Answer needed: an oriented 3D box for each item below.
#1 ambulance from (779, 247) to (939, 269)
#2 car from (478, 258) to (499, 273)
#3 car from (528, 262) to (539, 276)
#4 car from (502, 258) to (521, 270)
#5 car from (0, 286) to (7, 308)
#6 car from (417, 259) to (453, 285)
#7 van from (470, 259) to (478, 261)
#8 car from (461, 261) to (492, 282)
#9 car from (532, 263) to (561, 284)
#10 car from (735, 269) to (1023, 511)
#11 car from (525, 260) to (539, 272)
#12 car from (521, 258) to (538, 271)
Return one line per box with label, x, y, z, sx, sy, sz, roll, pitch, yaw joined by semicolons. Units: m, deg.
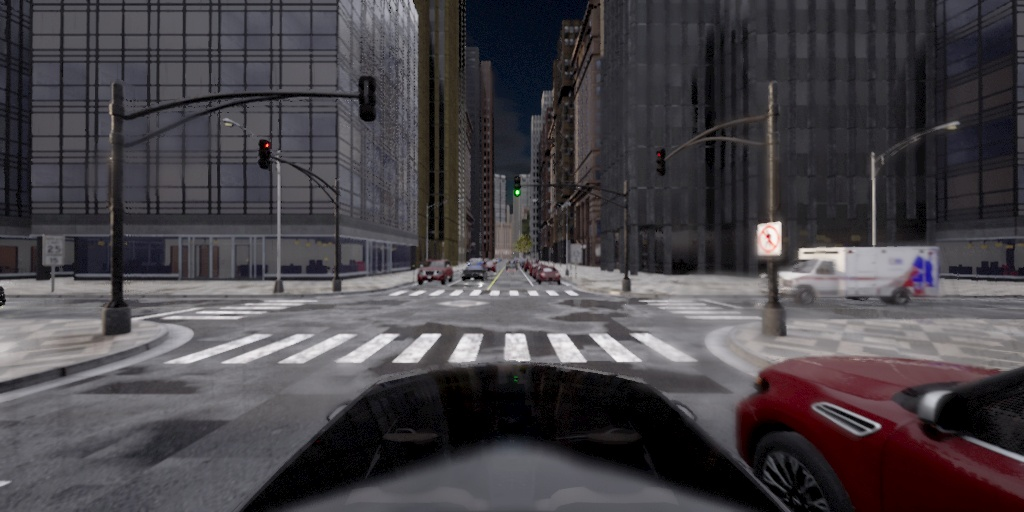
ambulance;14.572;0.867;15.753;6.366;2.431;2.351;0;0;-1
car;-3.100;1.422;47.890;1.882;1.535;5.008;0;0;0
car;2.749;1.462;33.184;1.802;1.307;4.207;0;0;0
car;-0.024;1.479;57.377;2.128;1.511;4.902;0;0;0
car;-20.730;1.243;12.325;5.008;1.535;1.882;0;0;-1
car;-5.774;1.170;27.542;2.192;1.841;5.009;0;0;0
van;-5.785;1.320;55.636;1.690;1.789;3.998;0;0;0
car;-3.109;1.416;30.663;2.033;1.411;5.357;0;0;0
car;2.751;1.438;27.566;1.802;1.307;4.207;0;0;0
car;2.763;1.061;0.712;2.192;1.841;5.009;0;0;0
car;2.747;1.449;38.802;1.888;1.381;4.507;0;0;0
car;2.742;1.269;50.039;2.192;1.841;5.009;0;0;0
